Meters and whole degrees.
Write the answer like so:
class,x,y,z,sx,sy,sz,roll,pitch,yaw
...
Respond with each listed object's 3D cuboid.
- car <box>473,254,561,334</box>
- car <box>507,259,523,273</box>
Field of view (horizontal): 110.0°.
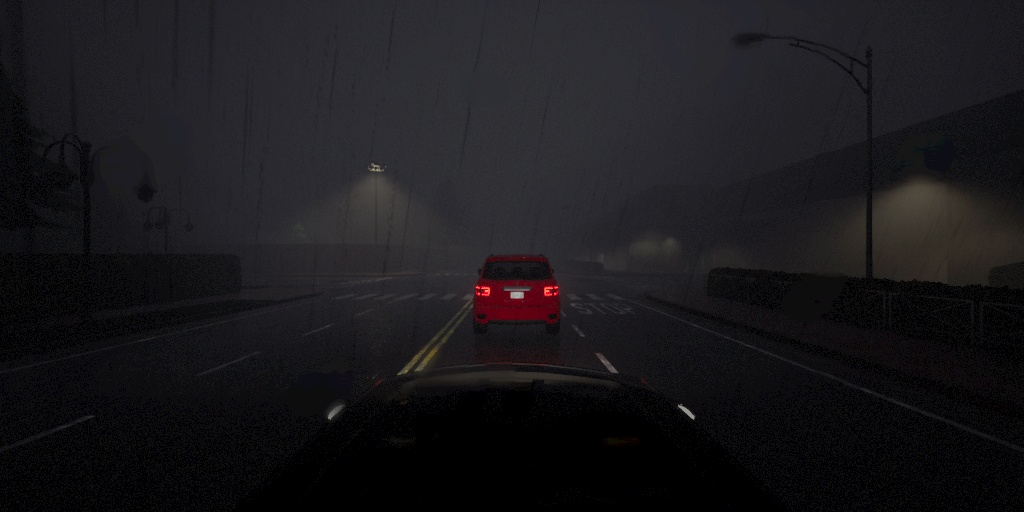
class,x,y,z,sx,sy,sz,roll,pitch,yaw
car,0.121,0.971,10.734,2.150,2.045,5.566,0,0,0
car,0.353,1.228,45.586,1.882,1.535,5.008,0,0,1
